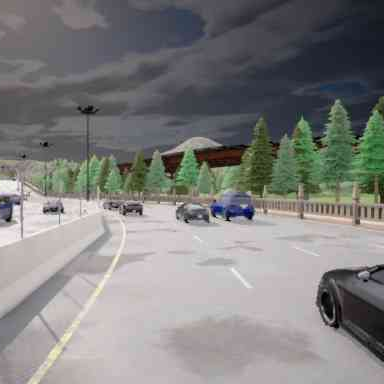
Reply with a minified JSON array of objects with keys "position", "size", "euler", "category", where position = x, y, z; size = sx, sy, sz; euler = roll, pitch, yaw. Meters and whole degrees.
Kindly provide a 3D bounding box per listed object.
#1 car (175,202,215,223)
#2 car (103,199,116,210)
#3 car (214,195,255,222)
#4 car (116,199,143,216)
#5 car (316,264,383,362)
[{"position":[-0.012,1.525,25.206],"size":[1.812,1.442,4.674],"euler":[0,0,-14],"category":"car"},{"position":[-10.073,1.547,42.749],"size":[2.033,1.411,5.357],"euler":[0,0,-27],"category":"car"},{"position":[3.157,1.222,27.024],"size":[2.150,2.045,5.566],"euler":[0,0,-14],"category":"car"},{"position":[-6.132,1.505,33.076],"size":[1.837,1.490,4.892],"euler":[0,0,-19],"category":"car"},{"position":[3.304,1.564,4.366],"size":[1.994,1.385,4.181],"euler":[0,0,-3],"category":"car"}]
